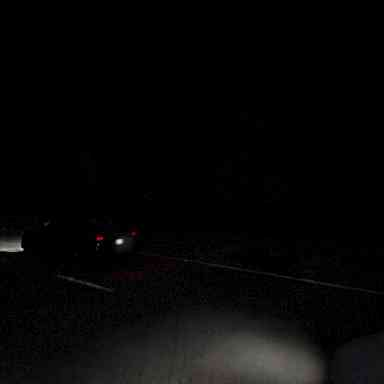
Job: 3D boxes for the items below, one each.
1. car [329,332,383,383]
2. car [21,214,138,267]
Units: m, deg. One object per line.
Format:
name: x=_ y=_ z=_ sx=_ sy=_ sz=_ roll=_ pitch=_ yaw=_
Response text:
car: x=3.191 y=1.556 z=1.715 sx=4.674 sy=1.442 sz=1.812 roll=1 pitch=1 yaw=35
car: x=-3.769 y=1.406 z=10.979 sx=4.181 sy=1.385 sz=1.994 roll=1 pitch=1 yaw=35
